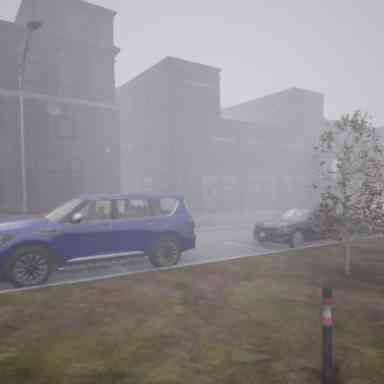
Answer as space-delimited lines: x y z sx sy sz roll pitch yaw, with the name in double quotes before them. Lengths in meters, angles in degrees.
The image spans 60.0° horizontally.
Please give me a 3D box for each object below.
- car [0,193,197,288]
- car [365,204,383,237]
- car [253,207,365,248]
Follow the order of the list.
"car" -2.495 1.046 8.825 5.566 2.045 2.435 0 0 -33
"car" 9.294 1.407 17.255 4.892 1.521 2.231 0 0 -33
"car" 4.787 1.363 14.032 5.008 1.535 2.097 0 0 -33
